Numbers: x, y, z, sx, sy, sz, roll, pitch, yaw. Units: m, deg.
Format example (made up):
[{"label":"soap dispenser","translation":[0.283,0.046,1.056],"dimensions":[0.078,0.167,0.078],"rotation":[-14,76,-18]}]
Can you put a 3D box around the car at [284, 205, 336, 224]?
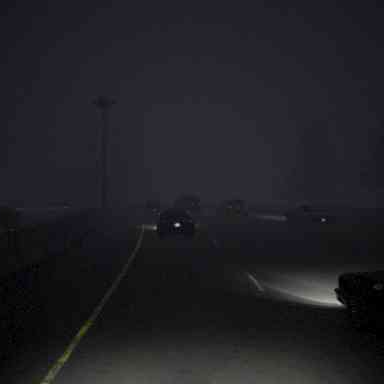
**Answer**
[{"label":"car","translation":[8.769,1.670,25.240],"dimensions":[1.895,1.301,4.718],"rotation":[0,0,-9]}]

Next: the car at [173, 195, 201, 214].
[{"label":"car","translation":[-0.613,1.402,37.507],"dimensions":[2.150,2.045,5.566],"rotation":[0,0,-15]}]

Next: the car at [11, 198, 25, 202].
[{"label":"car","translation":[-29.714,1.777,56.832],"dimensions":[2.097,1.767,4.553],"rotation":[0,0,-24]}]

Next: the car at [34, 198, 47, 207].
[{"label":"car","translation":[-28.126,1.905,61.718],"dimensions":[1.837,1.490,4.892],"rotation":[0,0,-26]}]

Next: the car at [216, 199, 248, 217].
[{"label":"car","translation":[3.870,1.484,32.947],"dimensions":[2.097,1.767,4.553],"rotation":[0,0,-12]}]

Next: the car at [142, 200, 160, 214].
[{"label":"car","translation":[-4.735,1.715,38.922],"dimensions":[1.837,1.490,4.892],"rotation":[1,0,-15]}]

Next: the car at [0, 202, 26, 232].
[{"label":"car","translation":[-12.019,1.641,20.360],"dimensions":[1.882,1.535,5.008],"rotation":[0,0,-8]}]

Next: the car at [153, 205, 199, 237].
[{"label":"car","translation":[-1.016,1.659,18.990],"dimensions":[1.994,1.385,4.181],"rotation":[0,0,-8]}]

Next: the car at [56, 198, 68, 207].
[{"label":"car","translation":[-23.413,1.873,59.883],"dimensions":[1.882,1.535,5.008],"rotation":[0,0,-24]}]

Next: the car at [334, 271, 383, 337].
[{"label":"car","translation":[3.602,1.545,3.727],"dimensions":[2.033,1.411,5.357],"rotation":[0,0,-1]}]

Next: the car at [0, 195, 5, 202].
[{"label":"car","translation":[-35.174,1.510,60.145],"dimensions":[2.150,2.045,5.566],"rotation":[0,0,-26]}]
